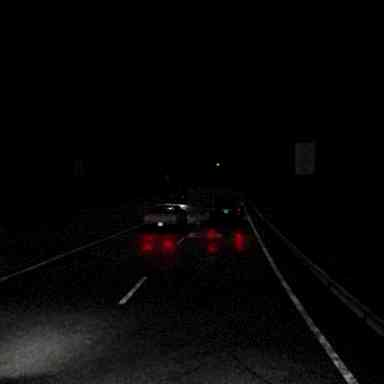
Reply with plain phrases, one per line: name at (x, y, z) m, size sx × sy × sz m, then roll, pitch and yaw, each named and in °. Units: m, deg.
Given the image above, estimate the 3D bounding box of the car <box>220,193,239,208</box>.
car at (4.403, 0.992, 38.945) m, size 2.128 × 1.511 × 4.902 m, roll 0°, pitch 1°, yaw 7°

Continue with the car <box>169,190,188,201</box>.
car at (-1.843, 0.575, 46.183) m, size 2.097 × 1.767 × 4.553 m, roll 0°, pitch 1°, yaw 7°

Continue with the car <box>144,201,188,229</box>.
car at (-1.451, 1.452, 20.362) m, size 1.895 × 1.301 × 4.718 m, roll 0°, pitch 1°, yaw 7°

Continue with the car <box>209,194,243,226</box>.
car at (2.333, 1.192, 22.347) m, size 2.097 × 1.767 × 4.553 m, roll 0°, pitch 1°, yaw 7°
